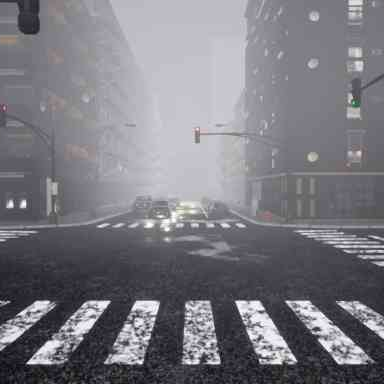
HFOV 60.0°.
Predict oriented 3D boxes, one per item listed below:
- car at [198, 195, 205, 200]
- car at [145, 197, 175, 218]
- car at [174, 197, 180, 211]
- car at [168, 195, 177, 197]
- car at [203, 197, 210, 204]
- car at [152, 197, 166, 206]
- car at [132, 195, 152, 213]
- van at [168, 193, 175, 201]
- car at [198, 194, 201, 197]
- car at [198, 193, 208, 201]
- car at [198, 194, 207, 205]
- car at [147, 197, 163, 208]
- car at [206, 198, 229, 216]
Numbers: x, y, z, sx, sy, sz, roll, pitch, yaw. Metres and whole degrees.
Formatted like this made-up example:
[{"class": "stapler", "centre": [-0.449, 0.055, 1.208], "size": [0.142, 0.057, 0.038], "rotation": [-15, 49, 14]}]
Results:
[{"class": "car", "centre": [2.583, 1.538, 92.418], "size": [1.802, 1.307, 4.206], "rotation": [-1, 0, 0]}, {"class": "car", "centre": [-2.833, 1.495, 30.220], "size": [1.837, 1.490, 4.892], "rotation": [0, 0, 0]}, {"class": "car", "centre": [-2.826, 1.587, 40.321], "size": [1.895, 1.301, 4.718], "rotation": [0, 0, 0]}, {"class": "car", "centre": [-2.759, 1.529, 50.971], "size": [2.033, 1.411, 5.357], "rotation": [0, 0, 1]}, {"class": "car", "centre": [2.566, 1.538, 37.026], "size": [2.008, 1.369, 4.403], "rotation": [-1, 0, 0]}, {"class": "car", "centre": [-5.309, 1.562, 53.700], "size": [1.802, 1.307, 4.206], "rotation": [-1, 0, 0]}, {"class": "car", "centre": [-5.318, 1.302, 37.088], "size": [2.192, 1.841, 5.009], "rotation": [-1, 0, 0]}, {"class": "van", "centre": [-5.302, 1.302, 86.922], "size": [1.690, 1.788, 3.998], "rotation": [-1, 0, 0]}, {"class": "car", "centre": [2.578, 1.550, 75.800], "size": [1.802, 1.307, 4.206], "rotation": [-1, 0, 0]}, {"class": "car", "centre": [2.576, 1.280, 81.340], "size": [2.192, 1.841, 5.009], "rotation": [-1, 0, 0]}, {"class": "car", "centre": [2.572, 1.522, 59.183], "size": [1.887, 1.381, 4.507], "rotation": [-1, 0, 0]}, {"class": "car", "centre": [-5.312, 1.508, 47.992], "size": [1.752, 1.417, 4.829], "rotation": [-1, 0, 0]}, {"class": "car", "centre": [2.564, 1.572, 31.487], "size": [1.802, 1.307, 4.206], "rotation": [-1, 0, 0]}]
